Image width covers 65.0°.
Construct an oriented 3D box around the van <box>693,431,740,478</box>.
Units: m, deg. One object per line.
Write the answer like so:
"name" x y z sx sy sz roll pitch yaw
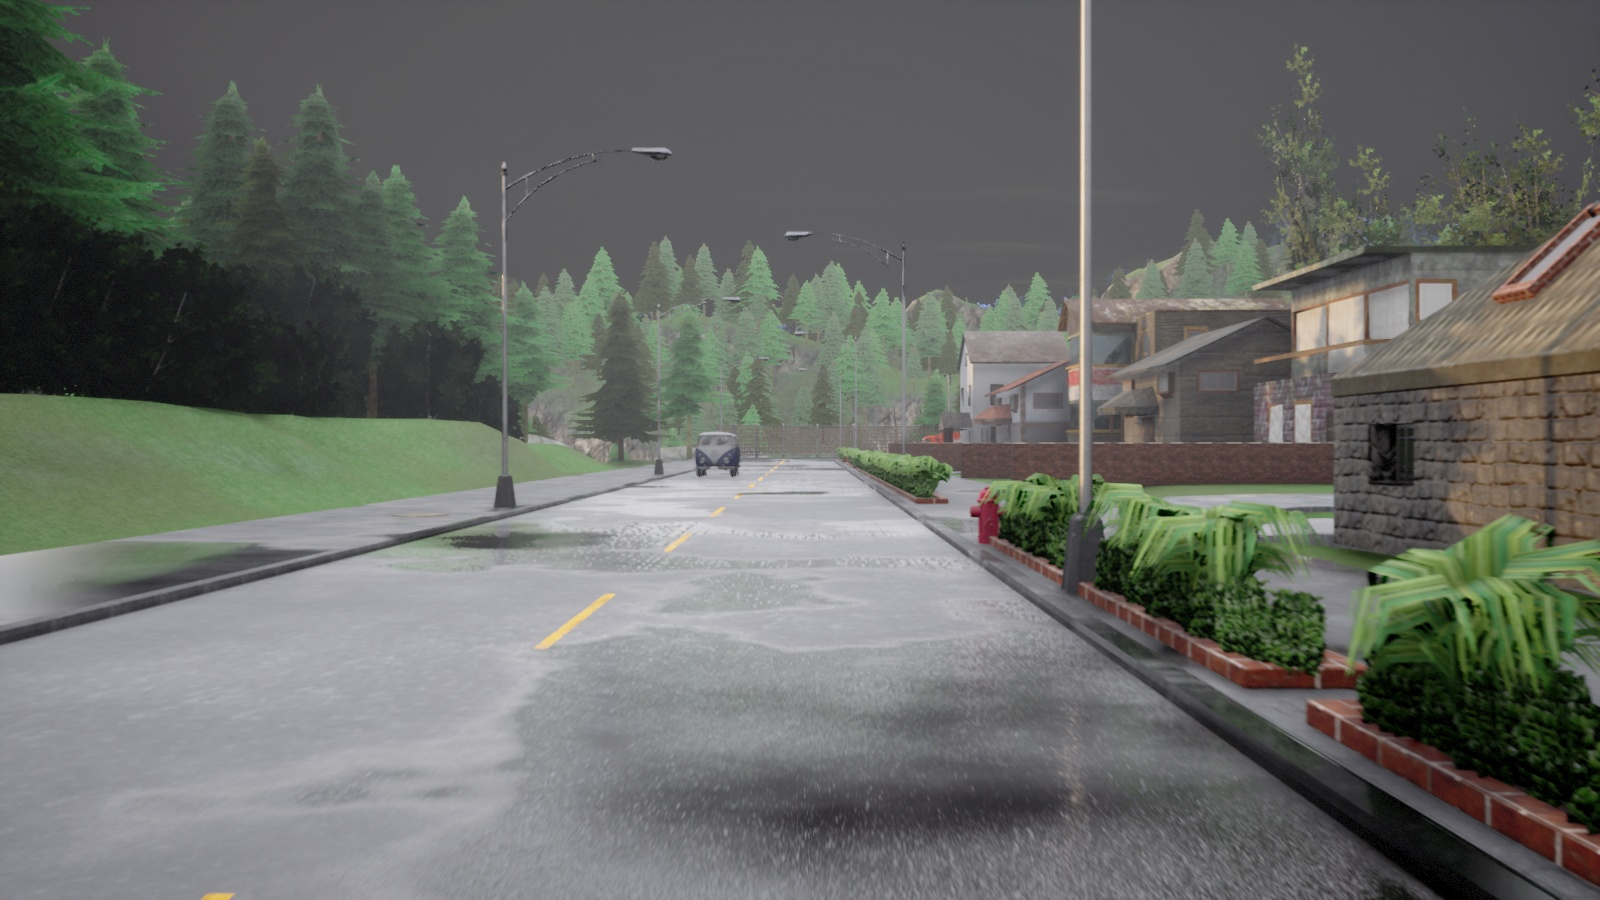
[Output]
"van" -3.646 0.184 55.478 1.775 1.987 4.442 0 0 0
